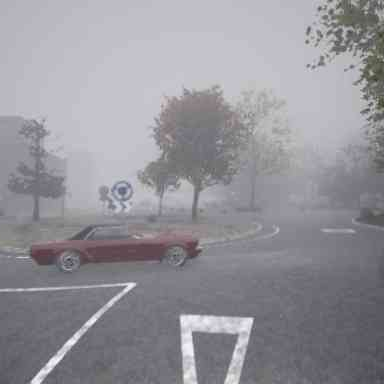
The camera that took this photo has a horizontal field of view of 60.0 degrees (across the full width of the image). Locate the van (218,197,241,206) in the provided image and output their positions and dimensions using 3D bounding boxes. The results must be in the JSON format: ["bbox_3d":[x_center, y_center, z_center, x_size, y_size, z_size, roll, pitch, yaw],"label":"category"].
[{"bbox_3d":[8.597,2.210,73.386,4.442,1.987,1.878,0,0,-6],"label":"van"}]

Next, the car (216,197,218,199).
[{"bbox_3d":[8.456,2.444,76.162,4.792,1.488,2.163,0,0,-6],"label":"car"}]

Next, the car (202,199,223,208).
[{"bbox_3d":[4.123,2.526,66.865,1.895,1.301,4.718,0,-1,-14],"label":"car"}]

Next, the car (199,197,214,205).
[{"bbox_3d":[3.301,2.422,76.288,1.812,1.442,4.674,0,0,-6],"label":"car"}]

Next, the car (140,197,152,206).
[{"bbox_3d":[-9.826,2.133,69.629,1.812,1.442,4.674,0,-1,-6],"label":"car"}]

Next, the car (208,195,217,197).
[{"bbox_3d":[7.289,2.328,87.201,5.008,1.535,2.097,0,0,-6],"label":"car"}]

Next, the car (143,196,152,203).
[{"bbox_3d":[-11.933,2.065,89.765,2.097,1.767,4.553,0,0,-6],"label":"car"}]

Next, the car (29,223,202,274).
[{"bbox_3d":[-2.111,1.581,10.004,4.718,1.301,1.895,-1,-2,-10],"label":"car"}]

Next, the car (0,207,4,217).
[{"bbox_3d":[-17.123,1.580,26.139,1.812,1.442,4.674,-1,-2,20],"label":"car"}]

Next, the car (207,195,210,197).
[{"bbox_3d":[7.028,2.182,89.964,4.553,1.767,2.185,0,0,-6],"label":"car"}]

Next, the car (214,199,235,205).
[{"bbox_3d":[7.883,2.400,81.684,4.792,1.488,2.163,0,0,-6],"label":"car"}]

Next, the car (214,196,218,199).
[{"bbox_3d":[7.956,2.389,78.902,5.366,1.575,1.946,0,0,-6],"label":"car"}]
